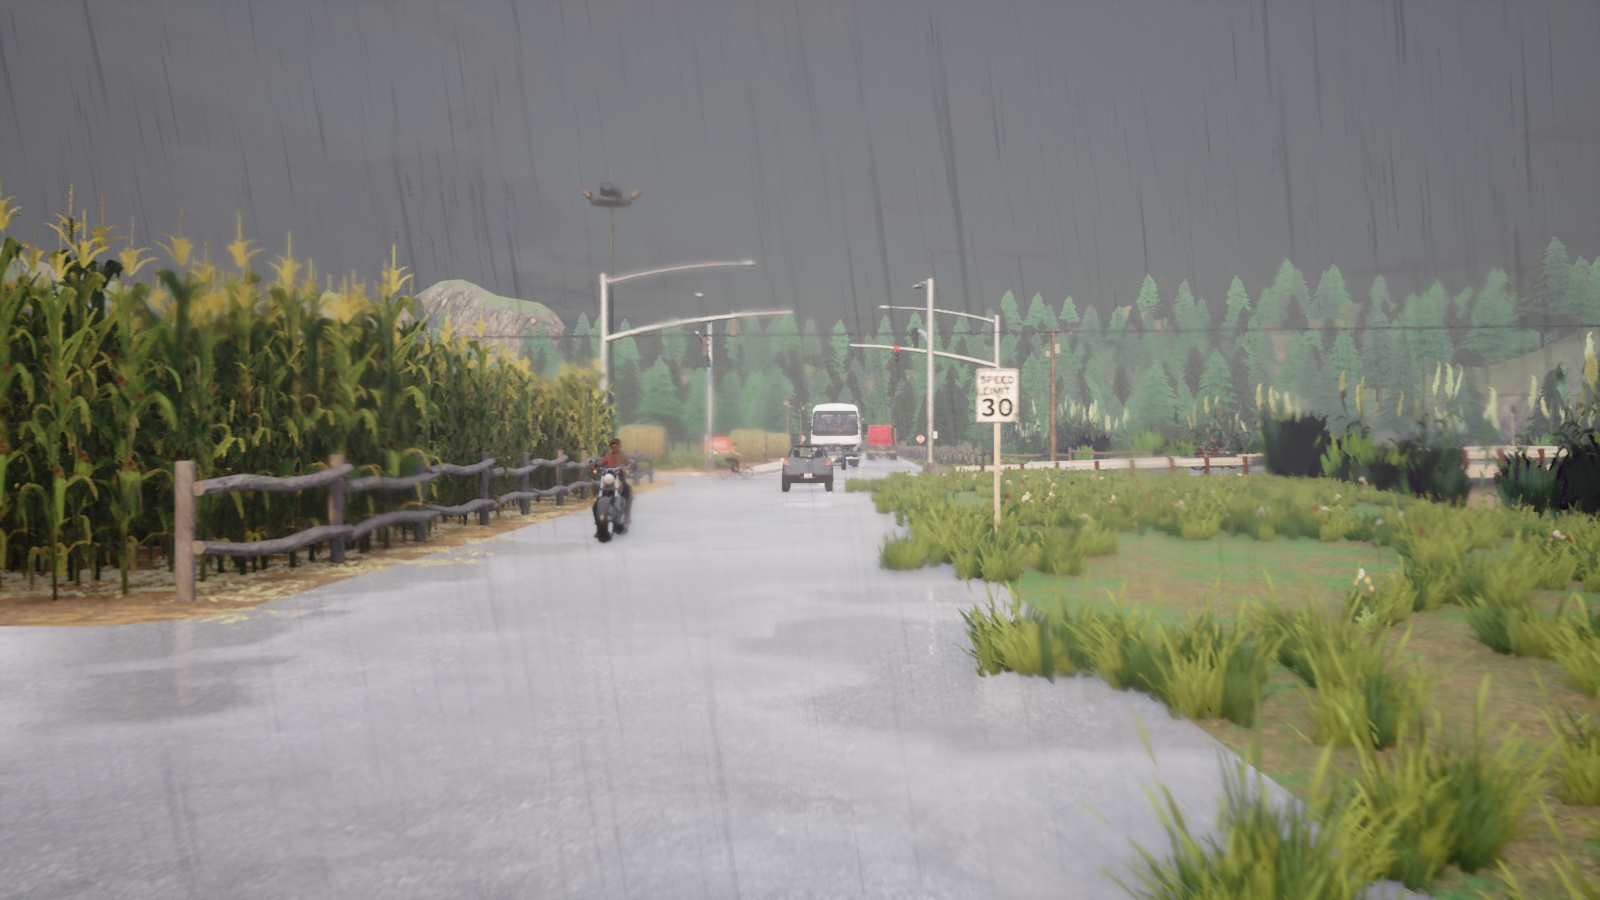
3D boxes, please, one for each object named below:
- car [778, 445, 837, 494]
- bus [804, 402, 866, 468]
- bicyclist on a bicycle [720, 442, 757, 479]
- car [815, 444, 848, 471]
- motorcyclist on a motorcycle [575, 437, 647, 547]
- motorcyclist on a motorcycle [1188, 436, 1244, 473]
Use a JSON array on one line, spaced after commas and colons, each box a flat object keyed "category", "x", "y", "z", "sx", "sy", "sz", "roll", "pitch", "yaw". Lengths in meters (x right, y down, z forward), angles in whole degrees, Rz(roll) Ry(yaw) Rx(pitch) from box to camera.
[{"category": "car", "x": 0.250, "y": 0.598, "z": 40.823, "sx": 1.845, "sy": 1.501, "sz": 3.633, "roll": 0, "pitch": 0, "yaw": 0}, {"category": "bus", "x": 2.524, "y": -1.005, "z": 85.920, "sx": 3.944, "sy": 4.253, "sz": 10.273, "roll": 0, "pitch": 0, "yaw": 3}, {"category": "bicyclist on a bicycle", "x": -2.670, "y": 0.464, "z": 54.651, "sx": 1.509, "sy": 1.612, "sz": 0.866, "roll": 0, "pitch": 0, "yaw": 3}, {"category": "car", "x": 1.859, "y": 0.399, "z": 73.637, "sx": 1.789, "sy": 1.549, "sz": 3.705, "roll": 0, "pitch": 0, "yaw": 3}, {"category": "motorcyclist on a motorcycle", "x": -2.970, "y": 0.615, "z": 19.956, "sx": 0.766, "sy": 1.649, "sz": 2.350, "roll": 0, "pitch": 0, "yaw": 0}, {"category": "motorcyclist on a motorcycle", "x": 18.764, "y": 0.201, "z": 56.616, "sx": 2.191, "sy": 1.530, "sz": 0.866, "roll": -3, "pitch": 0, "yaw": 6}]
